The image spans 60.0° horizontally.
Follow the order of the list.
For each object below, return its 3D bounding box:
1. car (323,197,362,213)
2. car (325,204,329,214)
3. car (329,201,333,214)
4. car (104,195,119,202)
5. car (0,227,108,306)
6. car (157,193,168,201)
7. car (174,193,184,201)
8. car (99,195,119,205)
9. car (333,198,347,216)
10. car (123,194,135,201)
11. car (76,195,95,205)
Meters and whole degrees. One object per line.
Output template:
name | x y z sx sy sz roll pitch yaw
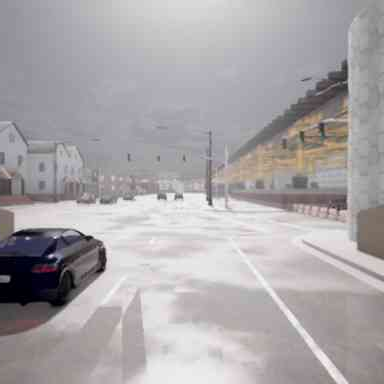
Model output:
car | 14.056 1.150 30.907 1.853 1.218 4.536 0 0 45
car | 14.020 1.308 30.871 2.038 1.542 4.974 0 0 45
car | 13.918 1.329 26.264 2.038 1.542 4.974 0 0 -35
car | -16.712 1.272 69.538 1.895 1.301 4.718 0 0 1
car | -3.432 1.526 8.005 1.994 1.385 4.181 0 0 0
car | -6.210 0.970 69.484 1.882 1.535 5.008 0 0 1
car | -2.711 0.992 69.399 1.837 1.490 4.892 0 0 1
car | -13.650 1.254 54.040 1.837 1.490 4.892 0 0 2
car | 13.948 1.172 26.221 1.853 1.218 4.536 0 0 -35
car | -13.207 1.177 69.678 1.837 1.490 4.892 0 0 1
car | -17.148 1.275 53.940 1.812 1.442 4.674 0 0 2
